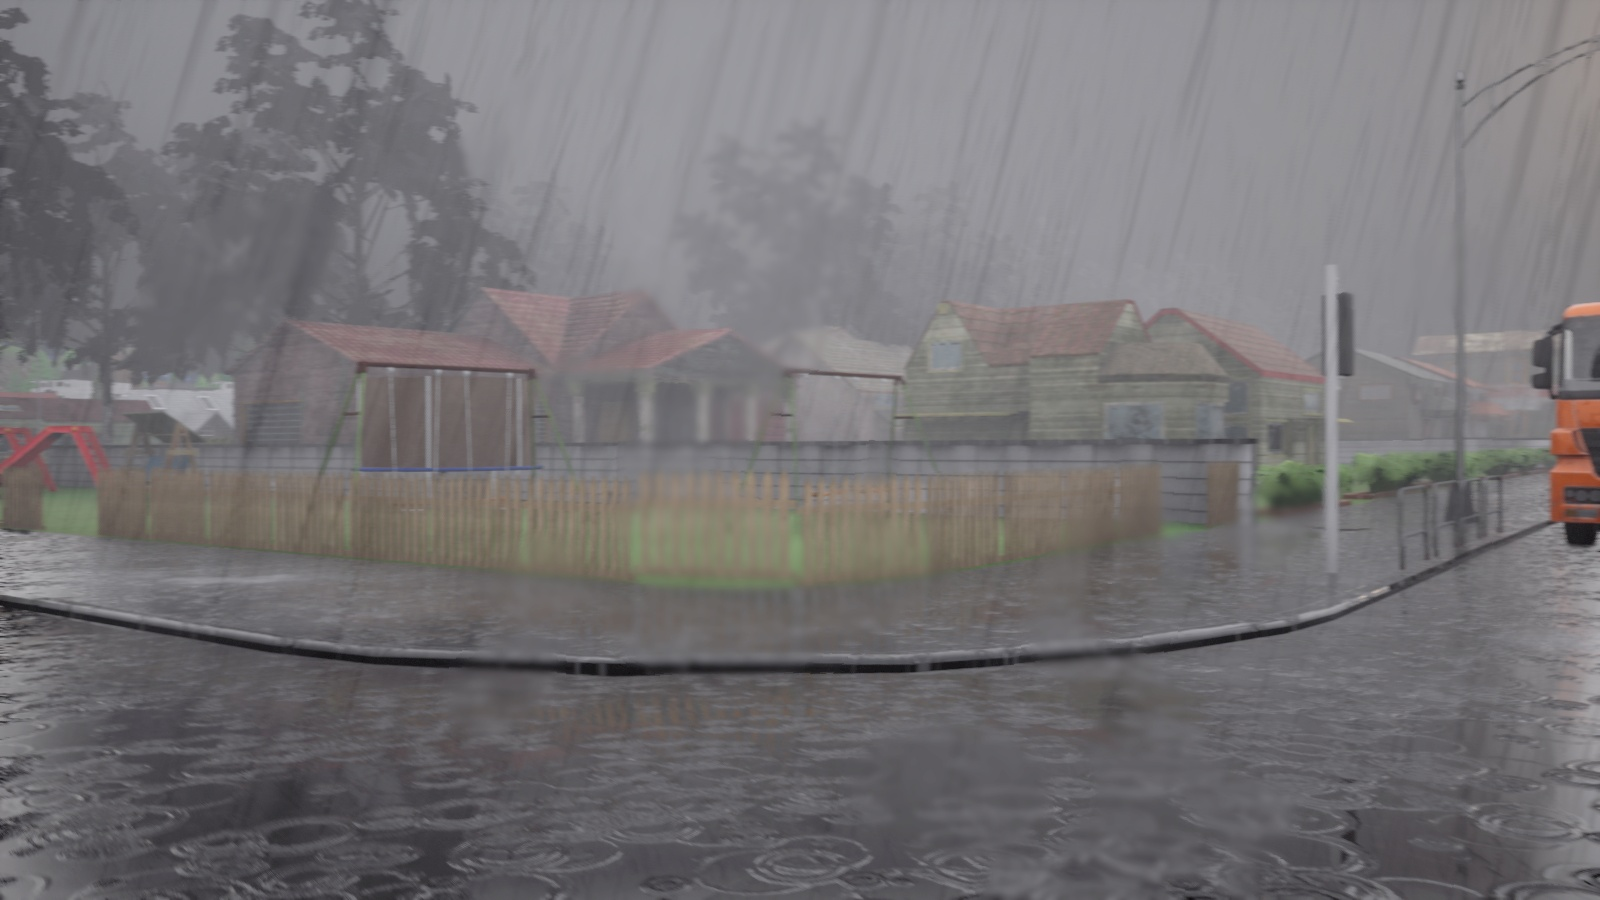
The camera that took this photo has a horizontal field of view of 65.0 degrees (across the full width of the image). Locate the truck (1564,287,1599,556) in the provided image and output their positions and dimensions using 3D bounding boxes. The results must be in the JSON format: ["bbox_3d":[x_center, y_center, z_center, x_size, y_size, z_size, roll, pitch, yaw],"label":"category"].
[{"bbox_3d":[13.570,-0.392,18.712,2.891,3.462,7.936,0,0,38],"label":"truck"}]
